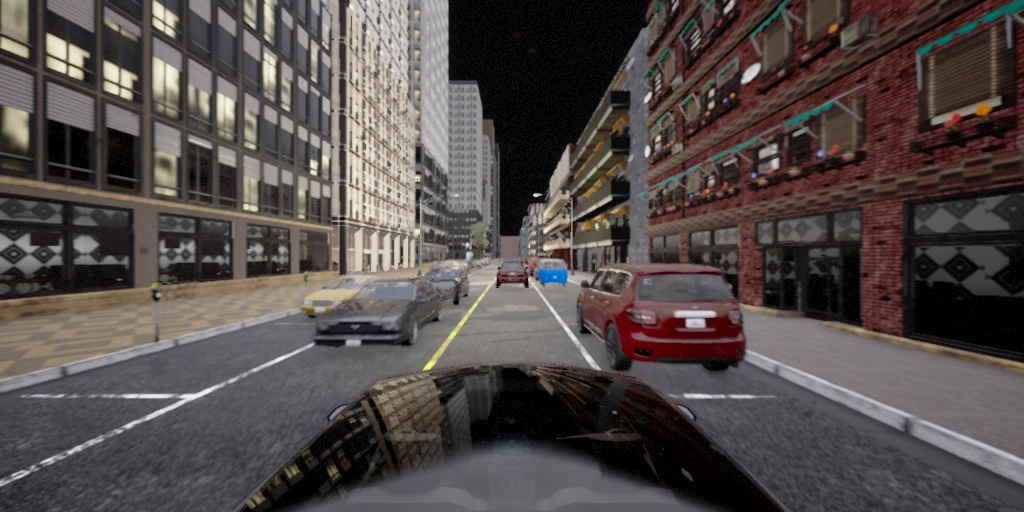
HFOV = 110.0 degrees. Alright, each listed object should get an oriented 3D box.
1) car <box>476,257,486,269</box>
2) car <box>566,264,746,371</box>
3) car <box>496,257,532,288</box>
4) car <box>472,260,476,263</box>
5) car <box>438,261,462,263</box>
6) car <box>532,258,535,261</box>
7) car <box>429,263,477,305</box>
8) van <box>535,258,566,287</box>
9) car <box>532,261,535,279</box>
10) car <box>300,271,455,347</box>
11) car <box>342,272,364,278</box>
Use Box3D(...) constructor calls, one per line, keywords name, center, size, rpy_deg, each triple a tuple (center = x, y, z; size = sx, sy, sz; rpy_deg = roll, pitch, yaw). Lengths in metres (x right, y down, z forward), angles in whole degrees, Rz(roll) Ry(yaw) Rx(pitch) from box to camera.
Box3D(name="car", center=(-5.680, 1.347, 57.599), size=(2.007, 1.370, 4.403), rpy_deg=(0, 0, 0))
Box3D(name="car", center=(2.692, 1.068, 7.641), size=(2.192, 1.841, 5.009), rpy_deg=(0, 0, 0))
Box3D(name="car", center=(0.047, 1.116, 24.276), size=(2.097, 1.767, 4.553), rpy_deg=(0, 0, 1))
Box3D(name="car", center=(-5.682, 1.330, 40.947), size=(2.007, 1.370, 4.403), rpy_deg=(0, 0, 0))
Box3D(name="car", center=(-5.685, 1.209, 29.845), size=(1.967, 1.591, 4.097), rpy_deg=(0, 0, 0))
Box3D(name="car", center=(2.697, 1.088, 35.395), size=(2.192, 1.841, 5.009), rpy_deg=(0, 0, 0))
Box3D(name="car", center=(-2.997, 1.250, 16.042), size=(2.128, 1.511, 4.902), rpy_deg=(0, 0, 0))
Box3D(name="van", center=(2.695, 1.105, 24.294), size=(1.690, 1.789, 3.998), rpy_deg=(0, 0, 0))
Box3D(name="car", center=(2.696, 1.319, 29.844), size=(2.007, 1.370, 4.403), rpy_deg=(0, 0, 0))
Box3D(name="car", center=(-3.077, 1.302, 9.624), size=(2.033, 1.411, 5.357), rpy_deg=(0, 0, 0))
Box3D(name="car", center=(-5.687, 1.283, 13.022), size=(1.751, 1.417, 4.829), rpy_deg=(0, 0, 0))
